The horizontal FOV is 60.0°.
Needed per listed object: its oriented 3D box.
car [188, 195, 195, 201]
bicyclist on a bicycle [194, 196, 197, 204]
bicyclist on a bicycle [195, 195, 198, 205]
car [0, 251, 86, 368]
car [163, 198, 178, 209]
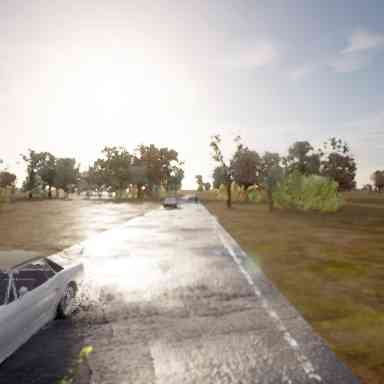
[{"bbox_3d":[-0.025,1.603,86.495,2.128,1.511,4.902,0,0,0],"label":"car"},{"bbox_3d":[0.806,1.594,68.623,0.582,1.620,1.656,0,-1,0],"label":"bicyclist on a bicycle"},{"bbox_3d":[0.807,1.498,59.434,0.659,1.776,1.843,0,0,0],"label":"bicyclist on a bicycle"},{"bbox_3d":[-3.103,1.613,4.577,1.895,1.301,4.718,0,0,0],"label":"car"},{"bbox_3d":[-3.088,1.584,47.324,1.882,1.535,5.008,0,0,0],"label":"car"}]
